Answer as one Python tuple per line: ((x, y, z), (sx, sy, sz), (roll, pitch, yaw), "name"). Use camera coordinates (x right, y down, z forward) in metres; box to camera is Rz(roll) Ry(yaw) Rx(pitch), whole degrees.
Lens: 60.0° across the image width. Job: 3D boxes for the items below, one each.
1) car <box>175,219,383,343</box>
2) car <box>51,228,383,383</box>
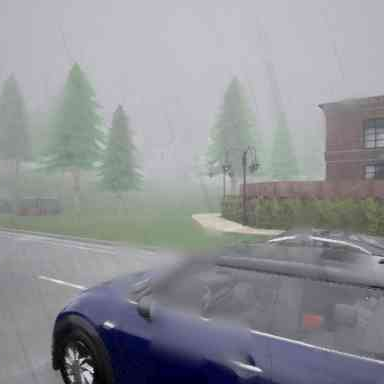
((2.249, 1.490, 6.656), (4.902, 1.511, 2.128), (0, 0, 35), "car")
((0.520, 1.351, 3.591), (4.553, 1.767, 2.097), (0, 0, 35), "car")
